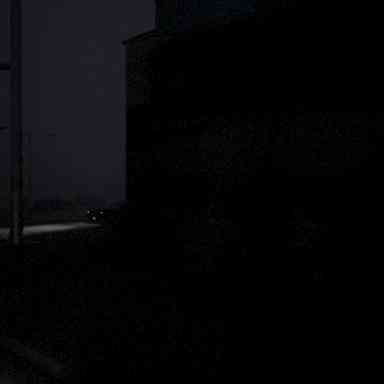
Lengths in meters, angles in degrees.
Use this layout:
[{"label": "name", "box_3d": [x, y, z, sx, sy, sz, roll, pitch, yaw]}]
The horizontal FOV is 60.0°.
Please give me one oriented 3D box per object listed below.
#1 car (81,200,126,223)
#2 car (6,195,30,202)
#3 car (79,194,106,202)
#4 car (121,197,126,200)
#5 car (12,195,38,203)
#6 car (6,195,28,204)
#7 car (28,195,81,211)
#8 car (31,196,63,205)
[{"label": "car", "box_3d": [-5.338, 1.467, 24.281, 1.895, 1.301, 4.718, 0, 0, 36]}, {"label": "car", "box_3d": [-40.606, 1.537, 77.605, 2.007, 1.523, 4.514, 0, 0, 35]}, {"label": "car", "box_3d": [-15.004, 1.207, 49.043, 1.932, 1.855, 4.605, 0, 0, 35]}, {"label": "car", "box_3d": [-10.109, 1.471, 55.967, 1.970, 1.475, 3.806, 0, 0, 35]}, {"label": "car", "box_3d": [-38.023, 1.520, 75.825, 2.152, 1.636, 5.027, 0, 0, 35]}, {"label": "car", "box_3d": [-32.839, 1.482, 62.698, 1.845, 1.501, 3.633, 0, 0, 35]}, {"label": "car", "box_3d": [-15.169, 1.392, 36.862, 2.007, 1.523, 4.514, 0, 0, 35]}, {"label": "car", "box_3d": [-24.729, 1.437, 56.858, 2.007, 1.523, 4.514, 0, 0, 35]}]
